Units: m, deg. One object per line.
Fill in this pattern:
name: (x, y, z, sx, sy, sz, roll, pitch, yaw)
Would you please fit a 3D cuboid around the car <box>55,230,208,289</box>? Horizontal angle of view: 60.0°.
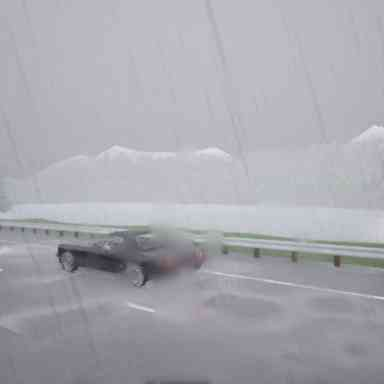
car: (-1.975, 1.775, 9.763, 4.718, 1.301, 1.895, -1, -1, 37)
